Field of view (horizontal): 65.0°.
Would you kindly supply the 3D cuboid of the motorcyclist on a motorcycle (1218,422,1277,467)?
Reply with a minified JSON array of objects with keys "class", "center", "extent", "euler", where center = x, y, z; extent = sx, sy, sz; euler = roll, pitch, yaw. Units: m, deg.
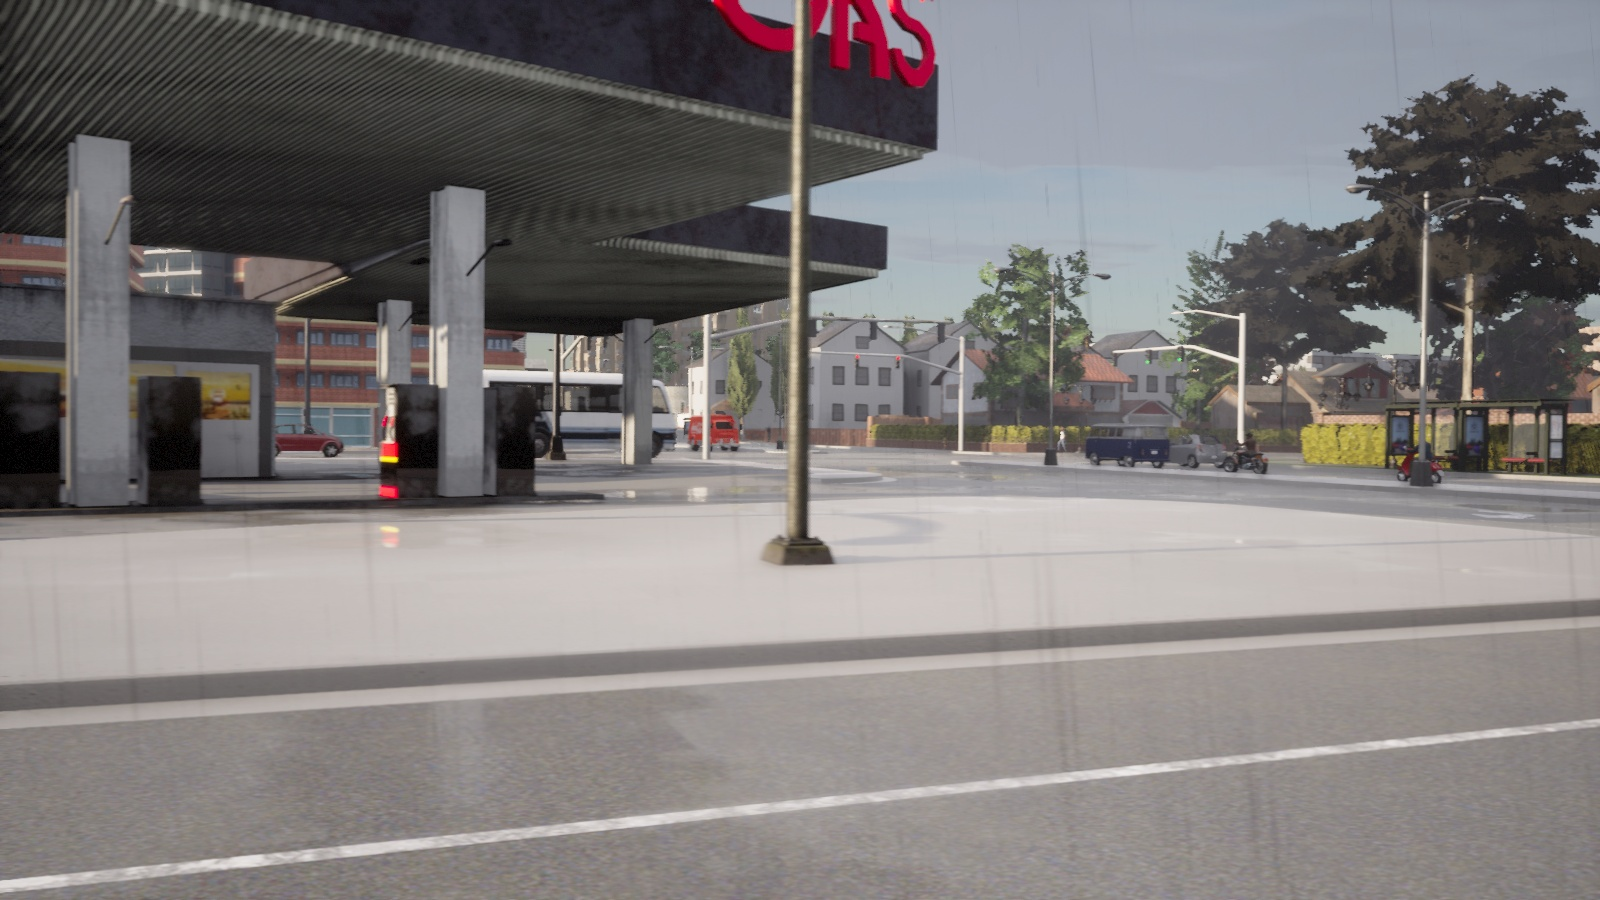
[{"class":"motorcyclist on a motorcycle","center":[17.167,-0.222,48.231],"extent":[0.766,1.649,2.350],"euler":[-1,1,-21]}]

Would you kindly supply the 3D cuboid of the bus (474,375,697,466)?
[{"class":"bus","center":[-10.678,-1.482,62.630],"extent":[10.273,4.253,3.944],"euler":[-1,2,-24]}]

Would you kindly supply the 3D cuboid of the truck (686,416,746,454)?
[{"class":"truck","center":[-5.737,-1.018,85.495],"extent":[2.627,2.467,5.204],"euler":[-1,1,-21]}]

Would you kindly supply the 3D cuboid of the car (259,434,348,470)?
[{"class":"car","center":[-22.754,0.085,57.619],"extent":[3.705,1.549,1.789],"euler":[-1,1,-22]}]

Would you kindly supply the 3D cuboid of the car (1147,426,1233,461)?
[{"class":"car","center":[17.603,-0.303,56.851],"extent":[1.845,1.501,3.633],"euler":[-1,1,-21]}]

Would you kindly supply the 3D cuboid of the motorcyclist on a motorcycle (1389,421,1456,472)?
[{"class":"motorcyclist on a motorcycle","center":[20.105,-0.126,40.589],"extent":[0.866,1.590,1.817],"euler":[-1,1,-21]}]

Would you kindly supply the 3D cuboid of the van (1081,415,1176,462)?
[{"class":"van","center":[14.413,-0.506,55.386],"extent":[1.775,1.987,4.442],"euler":[-1,1,-21]}]
